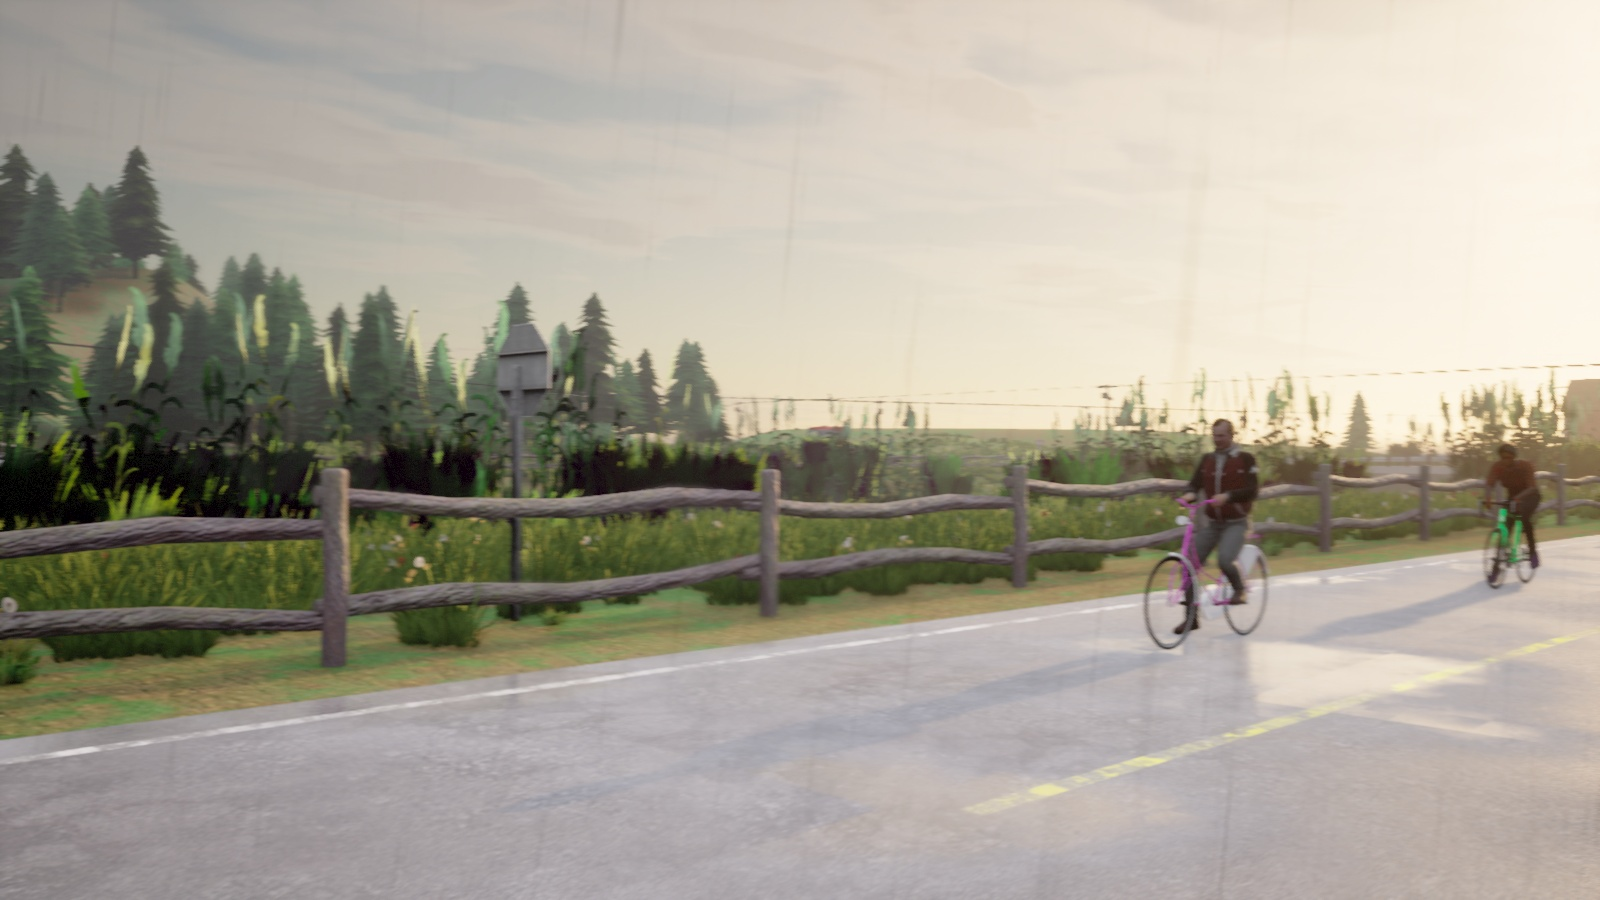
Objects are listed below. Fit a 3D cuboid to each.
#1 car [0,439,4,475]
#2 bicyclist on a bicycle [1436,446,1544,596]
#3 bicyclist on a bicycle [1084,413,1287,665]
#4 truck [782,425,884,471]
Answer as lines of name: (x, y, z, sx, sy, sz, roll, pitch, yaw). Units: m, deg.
car: (-38.767, 0.303, 56.423, 2.242, 1.667, 4.611, 0, 0, 40)
bicyclist on a bicycle: (7.857, 0.765, 14.281, 1.656, 1.620, 0.582, 0, 0, -43)
bicyclist on a bicycle: (3.026, 0.637, 9.748, 1.843, 1.776, 0.659, 1, 0, -43)
truck: (2.637, -0.133, 97.495, 7.936, 3.462, 2.891, 1, 0, -40)
